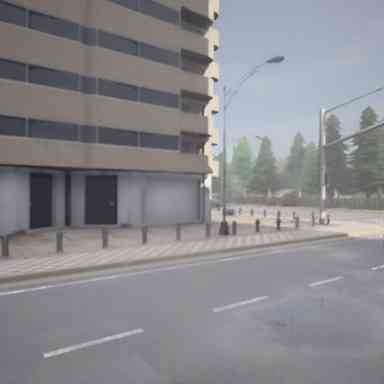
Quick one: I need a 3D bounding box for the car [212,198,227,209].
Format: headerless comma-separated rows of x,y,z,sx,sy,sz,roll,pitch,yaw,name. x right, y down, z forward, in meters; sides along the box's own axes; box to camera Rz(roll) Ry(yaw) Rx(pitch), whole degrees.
2.863,1.617,47.328,1.882,1.535,5.008,0,0,-36,car

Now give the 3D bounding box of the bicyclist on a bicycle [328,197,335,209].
18.564,1.471,44.319,1.656,1.620,0.582,0,0,-36,bicyclist on a bicycle
